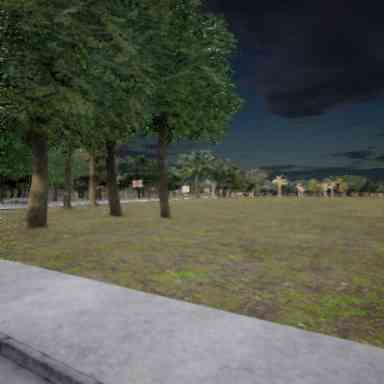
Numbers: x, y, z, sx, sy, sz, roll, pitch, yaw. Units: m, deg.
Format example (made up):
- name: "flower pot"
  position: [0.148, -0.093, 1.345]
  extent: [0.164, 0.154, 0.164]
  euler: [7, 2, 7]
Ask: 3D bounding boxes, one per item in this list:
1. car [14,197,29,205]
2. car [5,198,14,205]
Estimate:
- name: "car"
  position: [-33.896, 1.855, 69.193]
  extent: [1.882, 1.535, 5.008]
  euler: [-1, 0, 13]
- name: "car"
  position: [-37.069, 1.930, 69.895]
  extent: [2.128, 1.511, 4.902]
  euler: [-1, 0, 13]
